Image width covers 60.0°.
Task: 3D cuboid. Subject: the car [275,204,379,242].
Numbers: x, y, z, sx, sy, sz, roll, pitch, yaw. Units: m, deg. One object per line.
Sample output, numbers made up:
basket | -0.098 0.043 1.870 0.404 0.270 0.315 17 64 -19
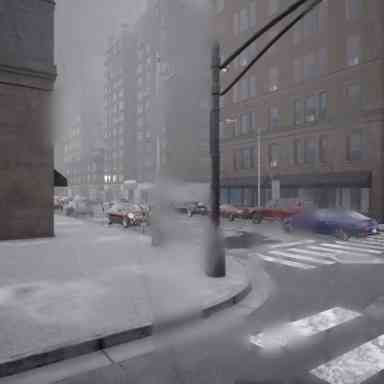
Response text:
car | 6.704 1.524 16.513 1.812 1.442 4.674 0 0 -35

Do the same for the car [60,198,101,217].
car | -10.407 1.530 30.830 2.008 1.369 4.403 0 0 -35

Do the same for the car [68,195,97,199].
car | -16.197 1.436 49.089 1.882 1.535 5.008 0 0 -35

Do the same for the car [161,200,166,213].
car | -3.445 1.529 35.751 2.008 1.369 4.403 0 0 -35

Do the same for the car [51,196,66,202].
car | -28.853 1.478 71.905 2.008 1.369 4.403 0 0 -35

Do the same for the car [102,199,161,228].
car | -4.054 1.430 21.789 1.967 1.590 4.097 0 0 -35

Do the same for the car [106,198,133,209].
car | -9.797 1.532 44.789 1.947 1.339 4.313 0 0 -35

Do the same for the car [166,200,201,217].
car | -0.269 1.550 31.231 1.947 1.339 4.313 0 0 -35

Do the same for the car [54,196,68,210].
car | -16.761 1.512 39.871 1.887 1.381 4.507 0 0 -35

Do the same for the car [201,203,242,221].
car | 2.907 1.571 26.712 1.802 1.307 4.206 0 0 -35

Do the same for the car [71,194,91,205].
car | -19.933 1.298 59.656 2.097 1.767 4.553 0 0 -35

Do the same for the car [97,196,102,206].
car | -15.899 1.457 53.972 1.837 1.490 4.892 0 0 -35

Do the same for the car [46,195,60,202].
car | -32.029 1.471 76.424 2.008 1.369 4.403 0 0 -35

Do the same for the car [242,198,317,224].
car | 6.084 1.309 22.193 2.192 1.841 5.009 0 0 -35
